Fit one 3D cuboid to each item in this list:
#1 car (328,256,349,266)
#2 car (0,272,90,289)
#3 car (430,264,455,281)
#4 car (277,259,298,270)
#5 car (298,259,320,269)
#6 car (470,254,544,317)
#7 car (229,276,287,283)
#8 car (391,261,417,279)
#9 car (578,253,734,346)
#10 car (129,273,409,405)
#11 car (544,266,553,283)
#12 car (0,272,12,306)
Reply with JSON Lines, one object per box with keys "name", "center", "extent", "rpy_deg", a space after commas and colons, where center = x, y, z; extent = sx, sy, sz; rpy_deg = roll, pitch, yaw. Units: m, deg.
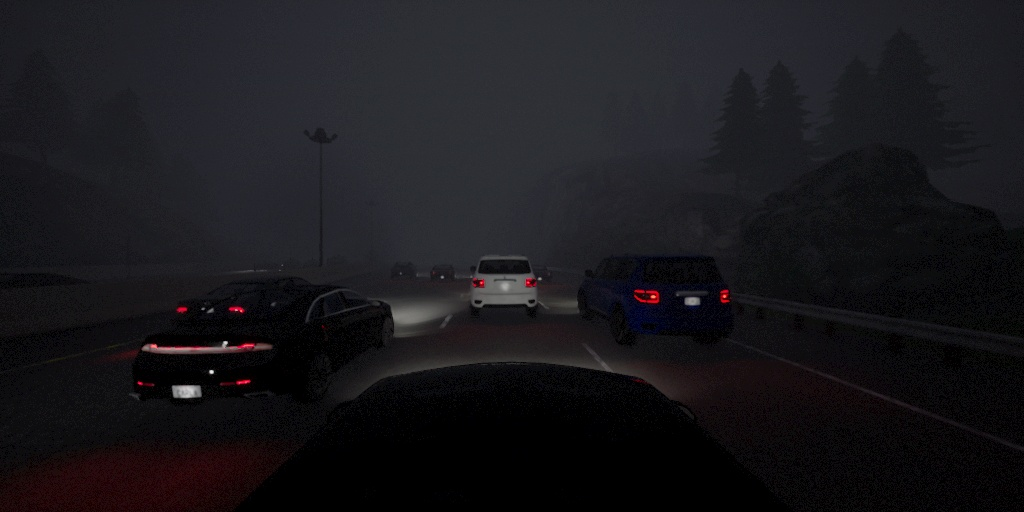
{"name": "car", "center": [-25.481, 0.979, 52.677], "extent": [2.150, 2.045, 5.566], "rpy_deg": [0, 0, -17]}
{"name": "car", "center": [-18.089, 1.307, 12.873], "extent": [1.812, 1.442, 4.674], "rpy_deg": [0, 0, -4]}
{"name": "car", "center": [-5.717, 1.336, 29.912], "extent": [1.895, 1.301, 4.718], "rpy_deg": [0, 0, -9]}
{"name": "car", "center": [-33.243, 1.279, 54.070], "extent": [1.837, 1.490, 4.892], "rpy_deg": [0, 0, -18]}
{"name": "car", "center": [-29.015, 1.244, 52.202], "extent": [1.882, 1.535, 5.008], "rpy_deg": [0, 0, -17]}
{"name": "car", "center": [-0.367, 0.961, 13.282], "extent": [2.150, 2.045, 5.566], "rpy_deg": [0, 0, -4]}
{"name": "car", "center": [-7.216, 1.305, 10.856], "extent": [2.033, 1.411, 5.357], "rpy_deg": [0, 0, -3]}
{"name": "car", "center": [-9.694, 1.233, 32.342], "extent": [2.128, 1.511, 4.902], "rpy_deg": [0, 0, -10]}
{"name": "car", "center": [3.338, 0.956, 9.532], "extent": [2.150, 2.045, 5.566], "rpy_deg": [0, 0, -2]}
{"name": "car", "center": [-3.573, 1.245, 6.292], "extent": [2.128, 1.511, 4.902], "rpy_deg": [0, 0, -2]}
{"name": "car", "center": [1.676, 1.321, 27.641], "extent": [1.895, 1.301, 4.718], "rpy_deg": [0, 0, -8]}
{"name": "car", "center": [-21.587, 1.353, 12.704], "extent": [1.994, 1.385, 4.181], "rpy_deg": [0, 0, -4]}
